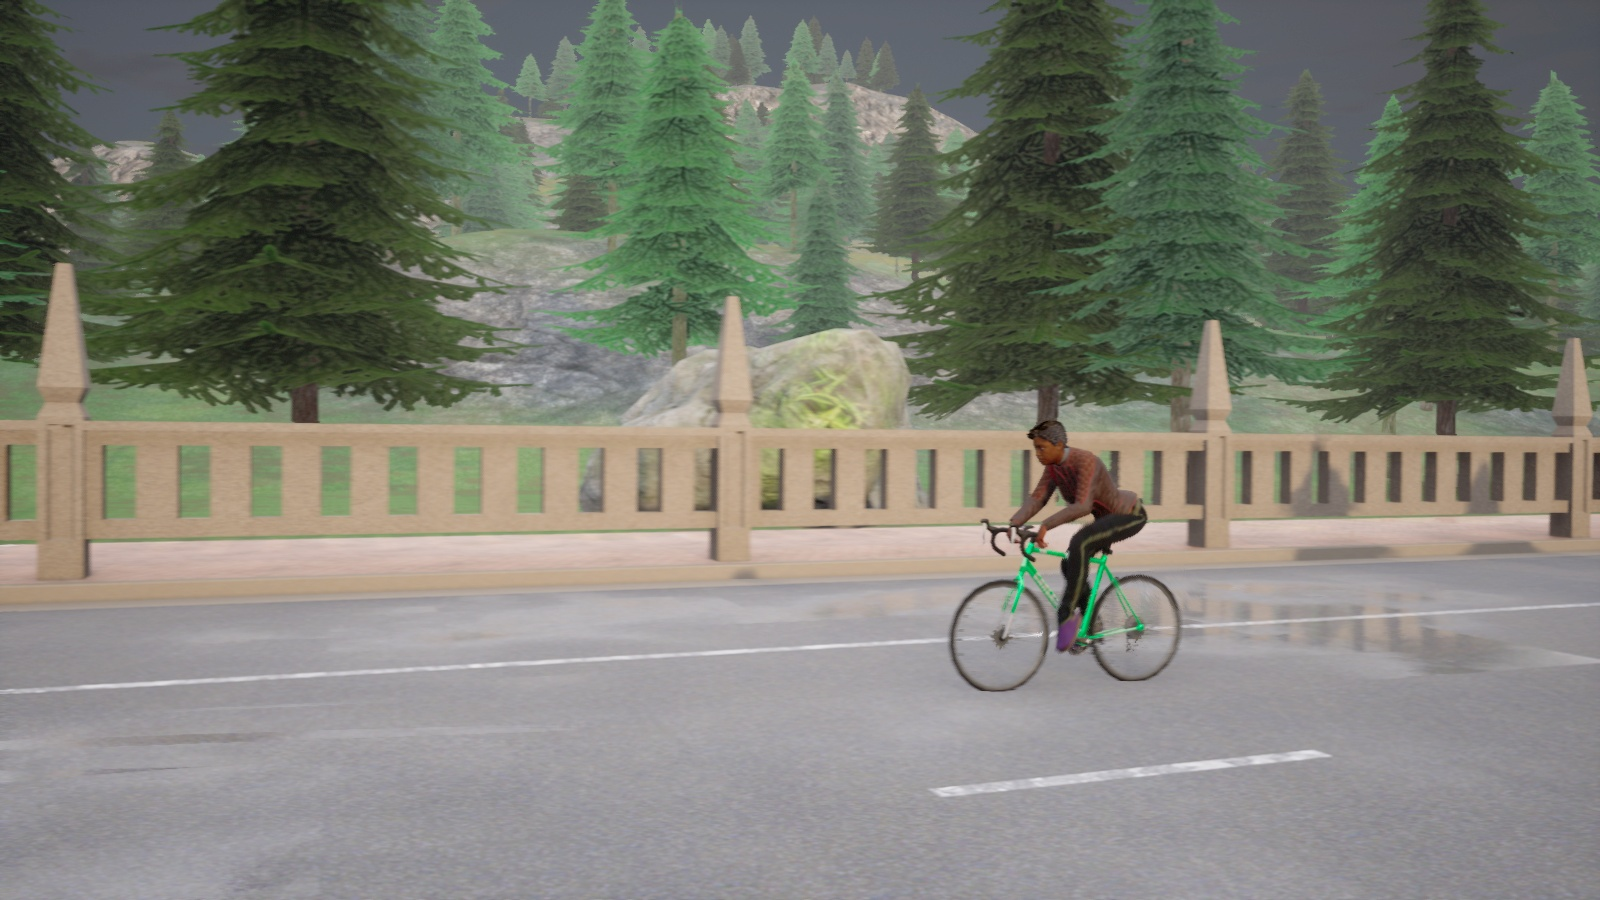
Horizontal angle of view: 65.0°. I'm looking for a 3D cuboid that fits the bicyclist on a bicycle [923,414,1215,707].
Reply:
[{"bbox_3d":[1.633,0.609,7.603,1.656,1.620,0.582,-1,1,-21],"label":"bicyclist on a bicycle"}]
